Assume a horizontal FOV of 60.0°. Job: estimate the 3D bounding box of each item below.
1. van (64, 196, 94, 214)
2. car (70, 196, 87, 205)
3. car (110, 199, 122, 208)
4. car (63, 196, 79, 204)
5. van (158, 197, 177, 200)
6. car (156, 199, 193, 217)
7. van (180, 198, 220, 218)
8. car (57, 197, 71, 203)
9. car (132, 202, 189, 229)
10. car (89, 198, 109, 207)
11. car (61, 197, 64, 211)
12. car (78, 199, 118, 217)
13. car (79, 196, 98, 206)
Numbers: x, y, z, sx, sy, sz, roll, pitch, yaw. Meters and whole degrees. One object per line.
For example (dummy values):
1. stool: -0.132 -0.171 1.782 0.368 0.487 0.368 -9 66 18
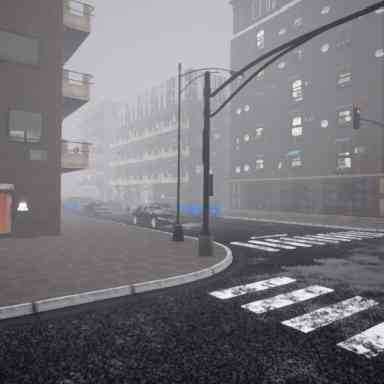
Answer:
1. van: -11.966 1.361 35.423 1.690 1.788 3.998 1 -1 -35
2. car: -21.411 1.606 62.904 1.967 1.590 4.097 1 -1 -35
3. car: -11.858 1.683 49.106 1.887 1.381 4.507 1 -1 -35
4. car: -24.596 1.614 67.504 1.967 1.590 4.097 1 -1 -35
5. van: -2.303 1.450 35.309 1.690 1.788 3.998 1 -1 -35
6. car: -2.229 1.552 25.698 1.812 1.442 4.674 1 -1 -35
7. van: 0.882 1.439 30.709 1.690 1.788 3.998 1 -1 -35
8. car: -27.781 1.727 72.103 1.887 1.381 4.507 1 -1 -35
9. car: -2.414 1.540 21.623 2.008 1.369 4.403 1 -1 -35
10. car: -15.043 1.730 53.704 1.802 1.307 4.206 1 -1 -35
11. car: -15.152 1.581 40.020 2.008 1.369 4.403 1 -1 -35
12. car: -8.784 1.592 30.821 1.802 1.307 4.206 1 -1 -35
13. car: -18.226 1.597 58.305 1.967 1.590 4.097 1 -1 -35
